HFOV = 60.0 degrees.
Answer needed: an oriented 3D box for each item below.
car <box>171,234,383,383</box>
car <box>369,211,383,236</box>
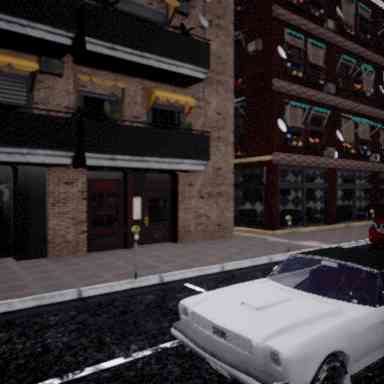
[{"bbox_3d":[2.085,1.583,4.864,4.718,1.301,1.895,0,0,-35],"label":"car"},{"bbox_3d":[8.936,1.256,12.935,5.009,1.841,2.192,0,0,-36],"label":"car"}]
